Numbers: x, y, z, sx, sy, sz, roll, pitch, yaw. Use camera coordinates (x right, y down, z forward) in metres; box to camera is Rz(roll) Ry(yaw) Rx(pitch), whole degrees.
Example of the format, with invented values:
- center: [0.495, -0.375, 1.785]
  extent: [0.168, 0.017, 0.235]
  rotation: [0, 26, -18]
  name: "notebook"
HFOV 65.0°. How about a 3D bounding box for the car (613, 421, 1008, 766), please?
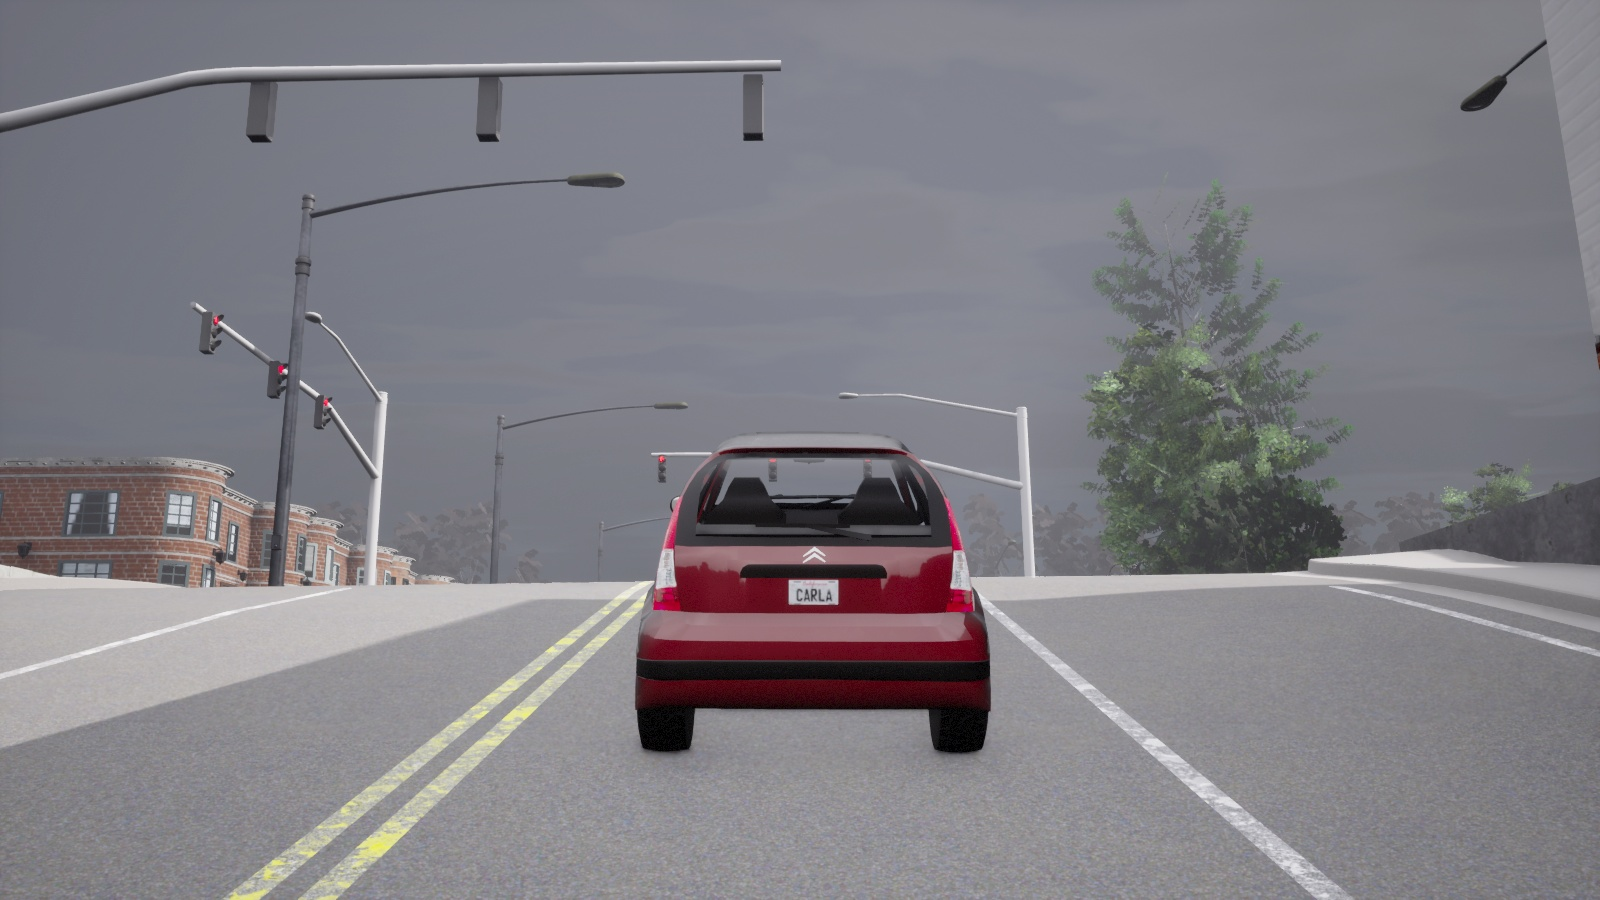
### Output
- center: [0.051, 0.677, 7.901]
  extent: [1.851, 1.617, 3.988]
  rotation: [0, 0, 0]
  name: "car"
